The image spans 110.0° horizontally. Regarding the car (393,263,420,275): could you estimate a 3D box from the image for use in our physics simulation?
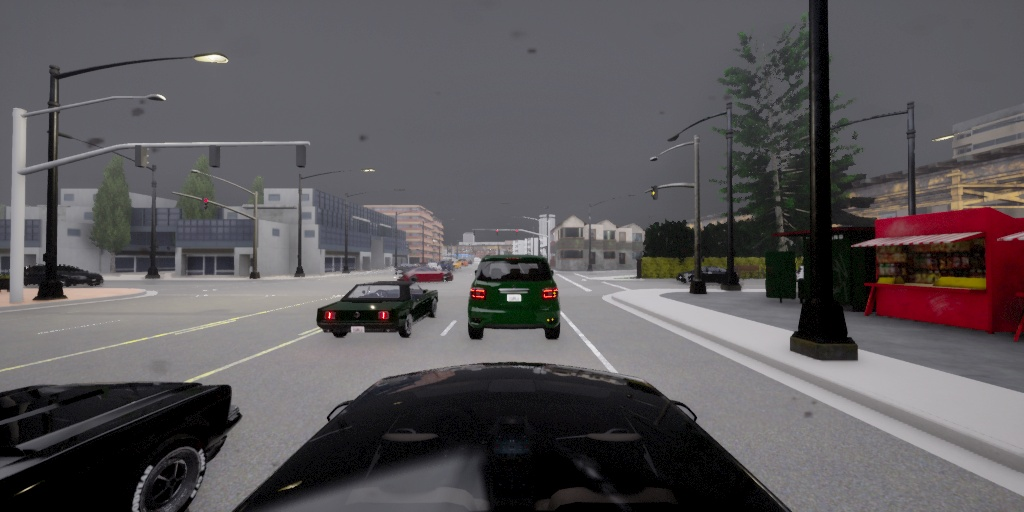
[{"bbox_3d":[-14.139,1.671,48.259,2.033,1.411,5.357,0,-1,0],"label":"car"}]

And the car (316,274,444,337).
[{"bbox_3d":[-3.437,1.368,10.257,1.895,1.301,4.718,0,0,0],"label":"car"}]

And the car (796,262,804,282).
[{"bbox_3d":[21.907,1.055,23.381,5.566,2.045,2.150,0,-1,0],"label":"car"}]

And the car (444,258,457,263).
[{"bbox_3d":[-10.618,1.527,56.914,2.097,1.767,4.553,0,0,0],"label":"car"}]

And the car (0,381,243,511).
[{"bbox_3d":[-3.402,1.351,1.118,1.895,1.301,4.718,0,0,0],"label":"car"}]

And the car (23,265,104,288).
[{"bbox_3d":[-30.117,1.344,23.765,4.892,1.490,1.837,0,-1,1],"label":"car"}]

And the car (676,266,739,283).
[{"bbox_3d":[14.746,1.449,27.128,4.181,1.385,1.994,0,-1,0],"label":"car"}]

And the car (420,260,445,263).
[{"bbox_3d":[-10.629,1.644,47.886,1.812,1.442,4.674,0,0,0],"label":"car"}]

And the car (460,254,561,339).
[{"bbox_3d":[0.060,0.986,10.241,2.150,2.045,5.566,0,0,0],"label":"car"}]

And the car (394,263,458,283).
[{"bbox_3d":[-6.764,1.472,28.216,4.181,1.385,1.994,0,-1,-37],"label":"car"}]
